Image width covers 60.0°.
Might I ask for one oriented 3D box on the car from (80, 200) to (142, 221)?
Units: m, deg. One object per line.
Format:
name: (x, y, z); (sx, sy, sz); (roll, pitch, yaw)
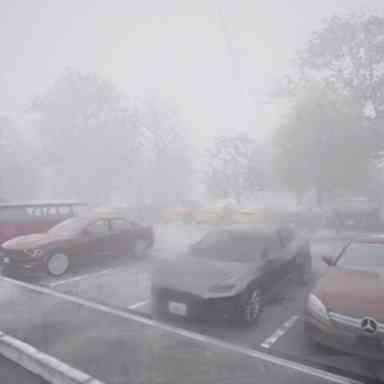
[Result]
car: (-6.938, 1.550, 29.095); (1.946, 1.575, 5.366); (0, 0, 36)

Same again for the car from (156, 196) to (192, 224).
car: (-0.096, 1.391, 24.382); (2.185, 1.767, 4.553); (0, 0, 36)

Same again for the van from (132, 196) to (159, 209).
van: (-2.261, 1.302, 26.116); (1.878, 1.987, 4.442); (0, 0, 36)

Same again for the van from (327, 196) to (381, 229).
van: (8.999, 1.244, 18.050); (1.878, 1.987, 4.442); (0, 0, 36)

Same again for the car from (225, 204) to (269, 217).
car: (4.425, 1.493, 21.177); (2.097, 1.535, 5.008); (0, 0, 36)

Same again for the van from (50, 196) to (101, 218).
van: (-11.365, 1.374, 32.638); (1.878, 1.987, 4.442); (-1, 0, 36)

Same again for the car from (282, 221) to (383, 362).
car: (3.431, 1.501, 5.808); (2.002, 1.452, 4.674); (0, 0, 36)

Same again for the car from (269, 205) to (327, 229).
car: (6.676, 1.483, 19.563); (2.231, 1.521, 4.892); (0, 0, 36)

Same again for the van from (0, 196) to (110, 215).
van: (-5.531, 1.282, 12.369); (1.878, 1.987, 4.442); (0, 0, 36)

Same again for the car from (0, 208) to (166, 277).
car: (-3.338, 1.496, 10.661); (2.097, 1.535, 5.008); (0, 0, 36)

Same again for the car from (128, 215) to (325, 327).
car: (1.154, 1.502, 7.399); (2.163, 1.488, 4.792); (0, 0, 36)

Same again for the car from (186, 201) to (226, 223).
car: (2.071, 1.505, 22.863); (2.097, 1.535, 5.008); (0, 0, 36)

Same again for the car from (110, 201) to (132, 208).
car: (-4.585, 1.541, 27.629); (2.231, 1.521, 4.892); (0, 0, 36)
